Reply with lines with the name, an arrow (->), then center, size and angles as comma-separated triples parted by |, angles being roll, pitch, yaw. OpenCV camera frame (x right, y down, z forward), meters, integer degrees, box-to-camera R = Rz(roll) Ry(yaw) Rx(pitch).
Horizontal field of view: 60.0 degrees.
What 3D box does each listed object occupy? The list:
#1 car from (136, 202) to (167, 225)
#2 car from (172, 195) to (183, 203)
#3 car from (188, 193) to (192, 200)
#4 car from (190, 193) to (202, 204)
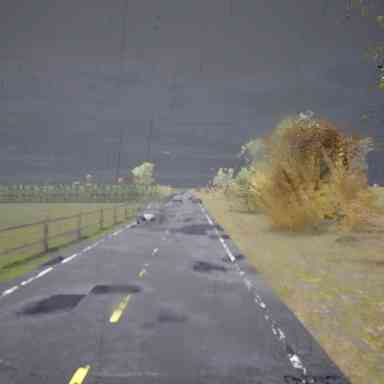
car -> -2.845, 1.469, 24.166 | 2.128, 1.511, 4.902 | 0, 0, 0
car -> -2.762, 1.361, 64.750 | 1.882, 1.535, 5.008 | 0, 0, 0
car -> 0.005, 1.375, 79.634 | 1.895, 1.301, 4.718 | 0, 0, 0
car -> 0.966, 1.423, 61.586 | 1.812, 1.442, 4.674 | 0, 0, 0
